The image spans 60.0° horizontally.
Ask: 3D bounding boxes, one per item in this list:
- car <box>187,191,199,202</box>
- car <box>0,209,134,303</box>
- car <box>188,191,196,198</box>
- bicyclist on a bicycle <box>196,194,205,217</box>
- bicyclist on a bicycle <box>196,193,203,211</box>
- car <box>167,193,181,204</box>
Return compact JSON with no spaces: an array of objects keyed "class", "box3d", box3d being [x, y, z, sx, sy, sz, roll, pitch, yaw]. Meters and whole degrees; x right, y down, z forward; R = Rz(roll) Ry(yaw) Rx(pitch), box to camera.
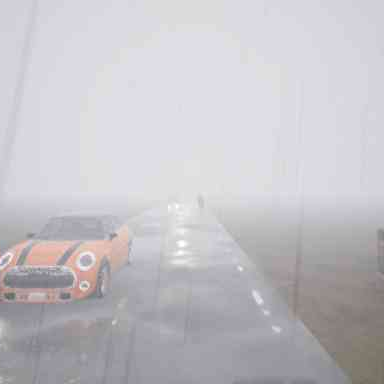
[{"class":"car","box3d":[0.130,0.897,55.707,1.812,1.442,4.674,0,1,0]},{"class":"car","box3d":[-2.842,1.316,8.348,2.097,1.767,4.553,0,0,0]},{"class":"car","box3d":[0.050,0.520,74.139,1.812,1.442,4.674,0,1,0]},{"class":"bicyclist on a bicycle","box3d":[0.775,1.178,26.740,0.659,1.776,1.843,0,1,0]},{"class":"bicyclist on a bicycle","box3d":[0.781,1.063,35.949,0.659,1.776,1.843,0,1,0]},{"class":"car","box3d":[-2.781,0.946,51.168,2.128,1.511,4.902,0,1,0]}]
